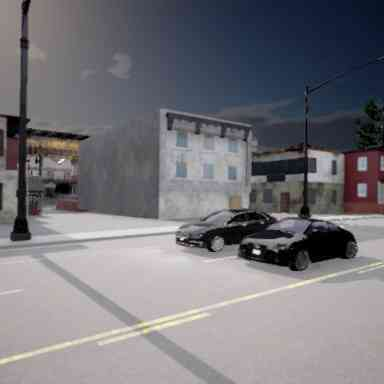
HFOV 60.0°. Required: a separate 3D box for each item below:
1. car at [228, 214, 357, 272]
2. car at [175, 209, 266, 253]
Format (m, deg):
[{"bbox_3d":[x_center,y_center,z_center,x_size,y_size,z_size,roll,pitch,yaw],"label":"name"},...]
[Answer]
[{"bbox_3d":[3.493,1.544,10.785,4.181,1.385,1.994,0,0,-36],"label":"car"},{"bbox_3d":[1.599,1.485,13.733,4.892,1.490,1.837,0,0,-36],"label":"car"}]
